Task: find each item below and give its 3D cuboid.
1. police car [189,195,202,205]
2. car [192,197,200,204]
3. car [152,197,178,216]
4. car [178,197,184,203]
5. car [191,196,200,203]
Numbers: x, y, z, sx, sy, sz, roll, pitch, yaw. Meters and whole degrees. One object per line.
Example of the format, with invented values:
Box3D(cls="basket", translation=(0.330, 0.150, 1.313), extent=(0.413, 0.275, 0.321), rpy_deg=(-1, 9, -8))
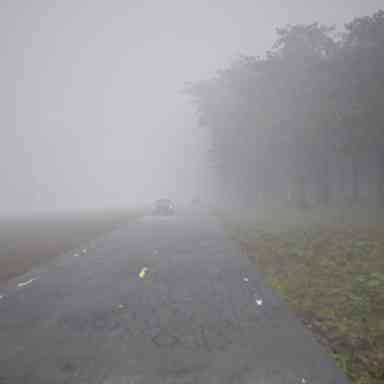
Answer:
Box3D(cls="police car", translation=(0.864, 1.652, 64.531), extent=(1.930, 1.638, 5.238), rpy_deg=(0, 0, 0))
Box3D(cls="car", translation=(0.869, 1.808, 74.423), extent=(1.882, 1.535, 5.008), rpy_deg=(0, -1, 0))
Box3D(cls="car", translation=(-2.824, 1.402, 33.605), extent=(2.097, 1.767, 4.553), rpy_deg=(0, 0, 0))
Box3D(cls="car", translation=(-2.706, 1.828, 74.803), extent=(1.895, 1.301, 4.718), rpy_deg=(0, -1, 0))
Box3D(cls="car", translation=(0.871, 1.760, 80.396), extent=(2.097, 1.767, 4.553), rpy_deg=(0, -1, 0))
